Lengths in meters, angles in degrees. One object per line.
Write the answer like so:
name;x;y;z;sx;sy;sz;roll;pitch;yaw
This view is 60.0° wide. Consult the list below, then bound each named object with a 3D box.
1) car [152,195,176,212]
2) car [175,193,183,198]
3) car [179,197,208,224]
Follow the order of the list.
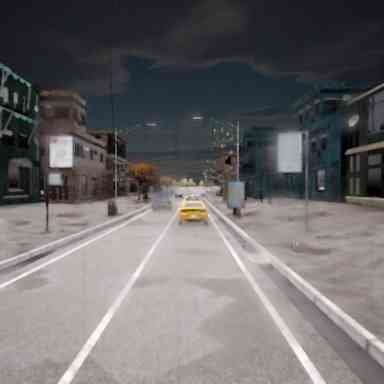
car;-3.088;1.322;35.551;1.994;1.385;4.181;0;1;0
car;-2.990;0.870;76.072;2.033;1.411;5.357;0;0;0
car;0.103;1.360;23.431;1.882;1.535;5.008;0;1;0
